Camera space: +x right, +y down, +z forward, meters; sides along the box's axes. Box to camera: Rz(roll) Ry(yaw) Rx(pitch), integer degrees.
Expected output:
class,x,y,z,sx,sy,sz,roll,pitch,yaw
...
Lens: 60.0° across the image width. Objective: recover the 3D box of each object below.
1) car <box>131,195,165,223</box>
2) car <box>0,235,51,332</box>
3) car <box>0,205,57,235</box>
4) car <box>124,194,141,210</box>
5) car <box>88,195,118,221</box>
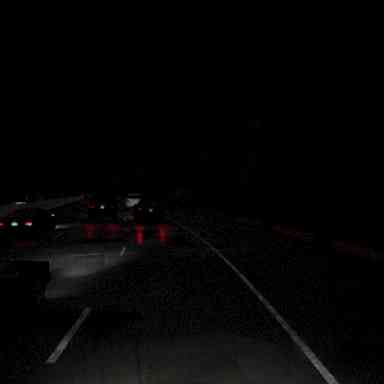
class,x,y,z,sx,sy,sz,roll,pitch,yaw
car,-3.403,1.346,25.833,2.097,1.767,4.553,0,0,-13
car,-3.667,1.607,4.611,1.895,1.301,4.718,0,0,-3
car,-8.799,1.559,18.083,2.033,1.411,5.357,0,0,-11
car,-7.397,1.217,42.196,2.150,2.045,5.566,0,0,-14
car,-7.355,1.224,27.624,2.150,2.045,5.566,0,0,-13
